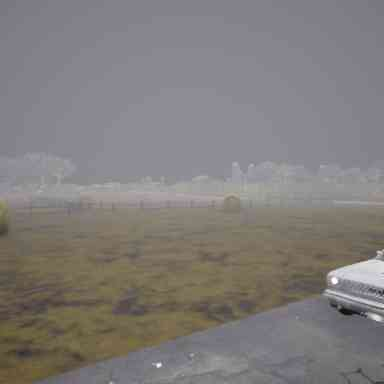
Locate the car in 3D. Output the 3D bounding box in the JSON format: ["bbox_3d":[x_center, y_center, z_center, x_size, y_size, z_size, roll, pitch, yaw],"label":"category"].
[{"bbox_3d":[4.599,1.596,6.350,4.718,1.301,1.895,0,0,-36],"label":"car"}]
